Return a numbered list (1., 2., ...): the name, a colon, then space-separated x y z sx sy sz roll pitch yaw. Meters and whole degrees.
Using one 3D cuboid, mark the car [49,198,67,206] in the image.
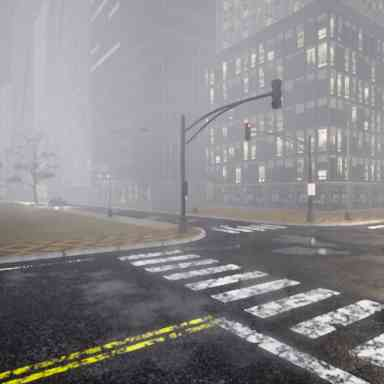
1. car: -21.844 1.603 54.132 1.895 1.301 4.718 0 0 -35
